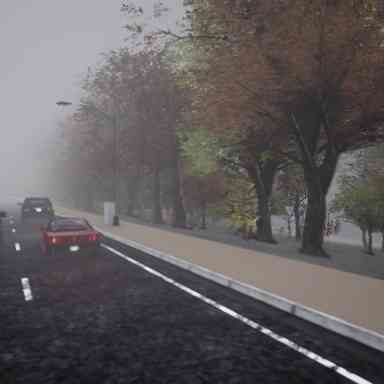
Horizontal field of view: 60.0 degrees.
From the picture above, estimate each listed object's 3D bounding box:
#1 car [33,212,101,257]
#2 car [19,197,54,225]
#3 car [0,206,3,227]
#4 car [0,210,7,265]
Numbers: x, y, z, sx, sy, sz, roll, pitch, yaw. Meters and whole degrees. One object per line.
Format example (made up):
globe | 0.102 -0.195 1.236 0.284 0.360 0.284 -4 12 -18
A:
car | -5.161 1.687 13.524 1.895 1.301 4.718 0 0 -29
car | -12.243 1.401 26.165 2.150 2.045 5.566 0 0 -29
car | -15.319 1.790 25.022 1.895 1.301 4.718 0 0 -29
car | -7.719 1.313 11.425 2.150 2.045 5.566 0 0 -29
